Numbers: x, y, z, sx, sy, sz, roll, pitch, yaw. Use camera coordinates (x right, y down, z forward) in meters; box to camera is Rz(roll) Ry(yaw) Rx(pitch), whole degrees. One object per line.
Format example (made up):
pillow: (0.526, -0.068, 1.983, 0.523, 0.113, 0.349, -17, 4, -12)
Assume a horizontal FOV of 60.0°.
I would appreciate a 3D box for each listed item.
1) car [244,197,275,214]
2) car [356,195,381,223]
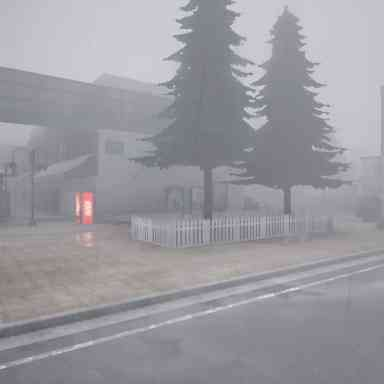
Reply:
car: (6.523, 1.336, 35.066, 2.097, 1.767, 4.553, 0, 0, -34)
car: (14.316, 1.207, 23.099, 2.150, 2.045, 5.566, 0, 0, -31)
